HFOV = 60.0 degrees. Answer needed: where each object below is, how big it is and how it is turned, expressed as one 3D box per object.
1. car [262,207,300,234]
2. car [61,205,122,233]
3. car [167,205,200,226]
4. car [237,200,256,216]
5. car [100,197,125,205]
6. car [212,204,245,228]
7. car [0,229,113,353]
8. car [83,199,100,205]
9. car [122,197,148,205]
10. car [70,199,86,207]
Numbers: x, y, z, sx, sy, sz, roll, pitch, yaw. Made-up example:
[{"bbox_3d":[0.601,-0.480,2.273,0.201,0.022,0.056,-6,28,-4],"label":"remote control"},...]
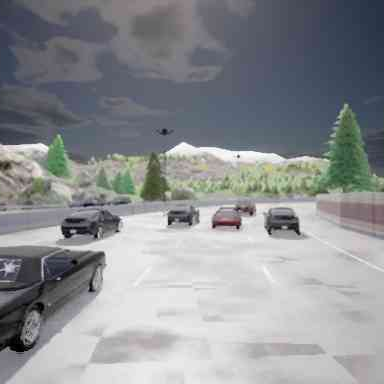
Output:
[{"bbox_3d":[5.530,1.715,20.751,1.837,1.490,4.892,0,-1,9],"label":"car"},{"bbox_3d":[-5.421,1.687,18.523,1.837,1.490,4.892,0,-1,8],"label":"car"},{"bbox_3d":[-0.585,1.765,26.111,1.837,1.490,4.892,0,-1,11],"label":"car"},{"bbox_3d":[6.210,1.738,38.504,2.097,1.767,4.553,0,-1,17],"label":"car"},{"bbox_3d":[-11.499,1.758,52.386,2.150,2.045,5.566,0,-1,20],"label":"car"},{"bbox_3d":[2.599,1.805,24.121,1.994,1.385,4.181,0,-1,10],"label":"car"},{"bbox_3d":[-3.150,1.662,6.229,1.895,1.301,4.718,0,-1,3],"label":"car"},{"bbox_3d":[-14.783,2.157,53.595,1.895,1.301,4.718,0,-1,20],"label":"car"},{"bbox_3d":[-8.200,2.025,51.213,1.882,1.535,5.008,0,-1,20],"label":"car"},{"bbox_3d":[-18.048,1.942,54.859,2.097,1.767,4.553,0,-1,20],"label":"car"}]
